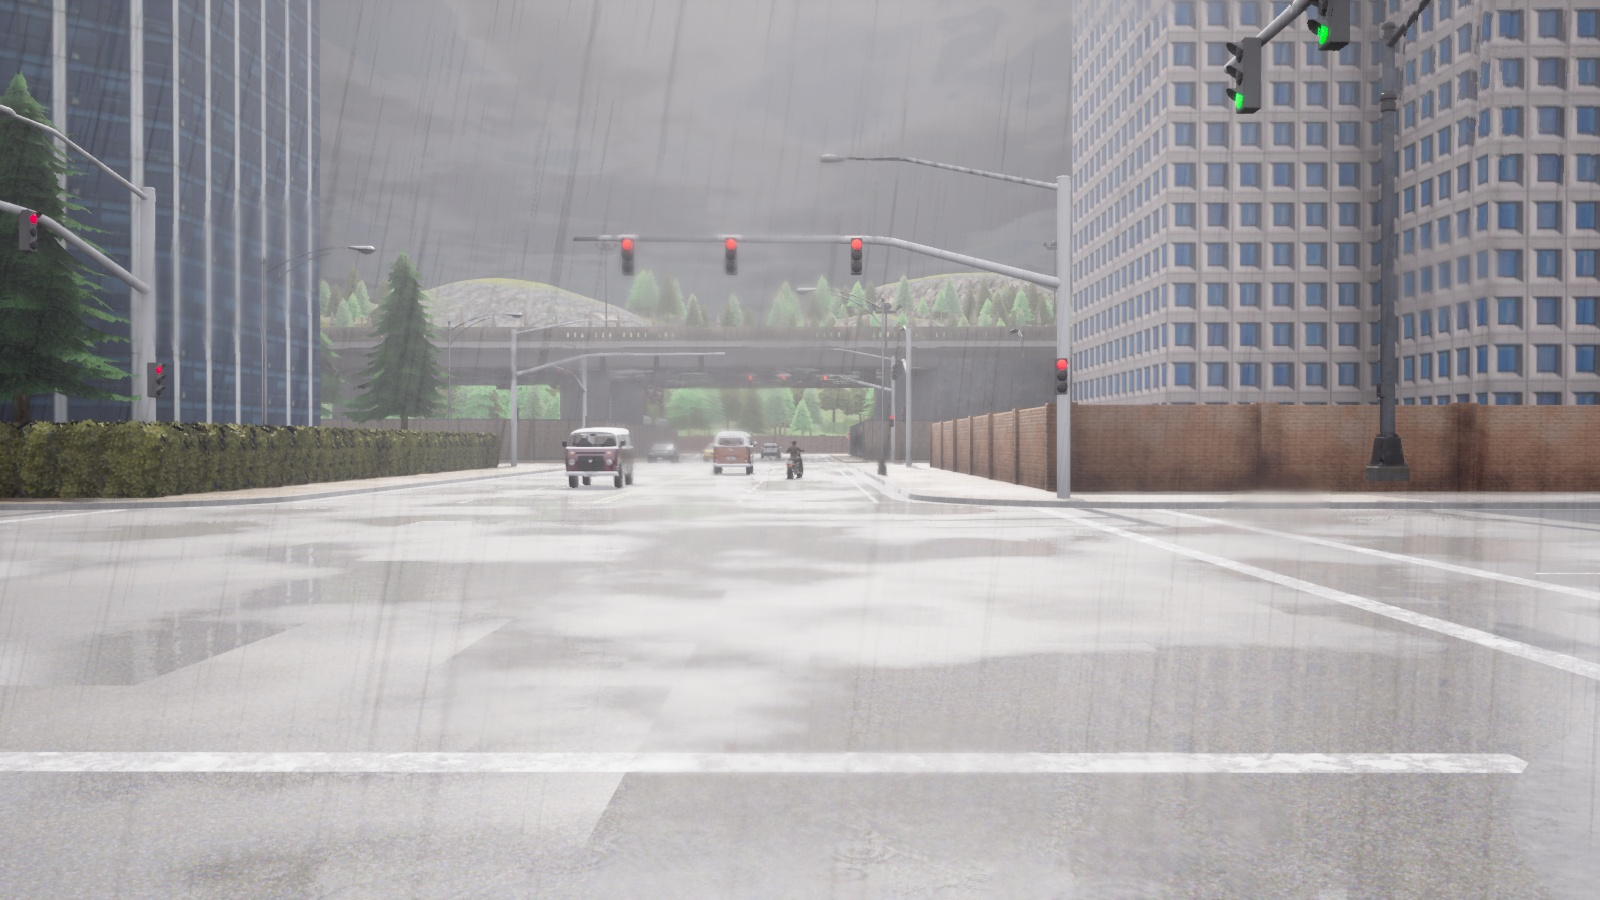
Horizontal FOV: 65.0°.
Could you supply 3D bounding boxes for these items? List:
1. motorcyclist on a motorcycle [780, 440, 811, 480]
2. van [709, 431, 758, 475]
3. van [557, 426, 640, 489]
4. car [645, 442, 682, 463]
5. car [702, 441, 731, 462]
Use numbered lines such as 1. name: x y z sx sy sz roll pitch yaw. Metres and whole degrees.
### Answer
1. motorcyclist on a motorcycle: -0.164 0.400 52.514 0.766 1.649 2.350 0 0 13
2. van: -3.158 0.126 60.408 2.069 2.038 4.480 0 0 0
3. van: -6.754 0.224 42.609 2.069 2.038 4.480 0 0 0
4. car: -9.987 0.210 91.988 2.163 1.488 4.792 0 0 0
5. car: -6.456 0.130 97.569 1.801 1.575 5.366 0 0 0
